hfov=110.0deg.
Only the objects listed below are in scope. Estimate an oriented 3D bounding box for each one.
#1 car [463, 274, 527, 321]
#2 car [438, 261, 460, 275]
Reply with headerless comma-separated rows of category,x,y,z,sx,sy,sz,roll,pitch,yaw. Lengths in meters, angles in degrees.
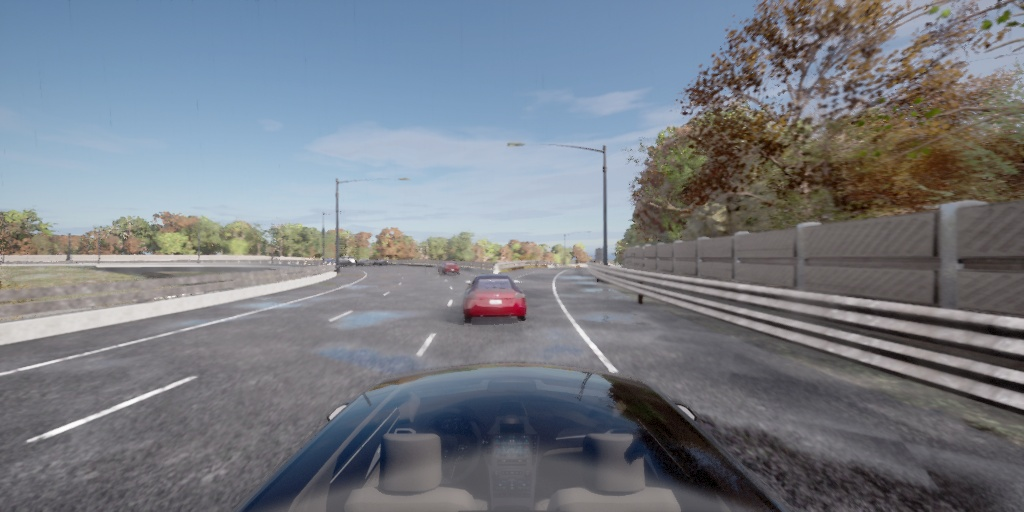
car,-0.672,1.323,12.514,1.994,1.385,4.181,0,0,-6
car,-7.149,1.334,40.478,1.812,1.442,4.674,0,0,-20
